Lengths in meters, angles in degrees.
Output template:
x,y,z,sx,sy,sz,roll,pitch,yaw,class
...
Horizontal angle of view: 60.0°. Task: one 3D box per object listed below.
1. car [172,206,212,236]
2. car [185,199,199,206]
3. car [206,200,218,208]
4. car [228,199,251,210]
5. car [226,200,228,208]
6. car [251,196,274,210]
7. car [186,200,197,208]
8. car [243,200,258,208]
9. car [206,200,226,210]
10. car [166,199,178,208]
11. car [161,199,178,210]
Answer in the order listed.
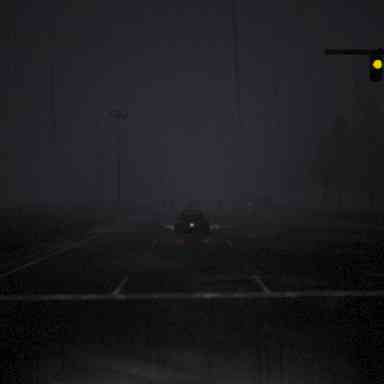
x,y,z,sx,sy,sz,roll,pitch,yaw,class
-0.003,1.724,19.533,1.994,1.385,4.181,0,0,0,car
-0.008,1.757,49.623,2.097,1.767,4.553,0,0,0,car
3.490,2.089,59.794,1.895,1.301,4.718,0,0,0,car
6.992,1.757,49.548,2.097,1.767,4.553,0,0,0,car
6.990,2.035,59.764,2.033,1.411,5.357,0,0,0,car
10.492,1.624,49.258,2.150,2.045,5.566,0,0,0,car
-0.010,2.089,59.794,1.895,1.301,4.718,0,0,0,car
10.490,2.089,59.795,1.895,1.301,4.718,0,0,0,car
3.492,1.910,49.574,1.837,1.490,4.892,0,0,0,car
-3.510,2.014,59.764,1.812,1.442,4.674,0,0,0,car
-3.508,1.910,49.641,1.837,1.490,4.892,0,0,0,car
